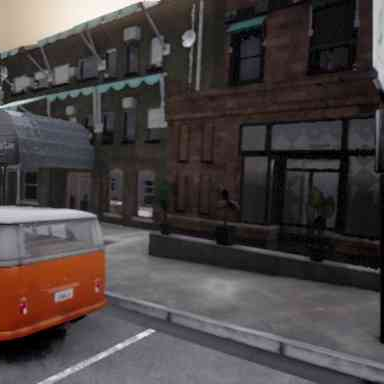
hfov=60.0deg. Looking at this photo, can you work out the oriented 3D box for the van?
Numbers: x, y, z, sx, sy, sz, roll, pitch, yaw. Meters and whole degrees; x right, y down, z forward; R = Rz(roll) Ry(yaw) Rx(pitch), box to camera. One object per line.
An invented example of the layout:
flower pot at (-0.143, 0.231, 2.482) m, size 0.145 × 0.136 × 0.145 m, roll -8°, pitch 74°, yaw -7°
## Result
van at (-3.641, 1.246, 6.132) m, size 4.442 × 1.987 × 1.878 m, roll 0°, pitch 0°, yaw 36°
